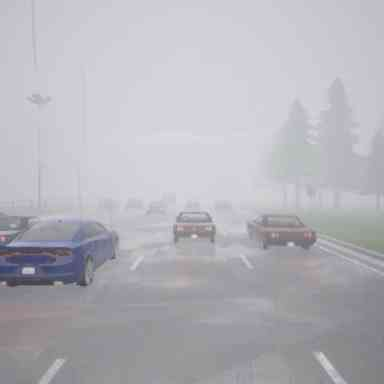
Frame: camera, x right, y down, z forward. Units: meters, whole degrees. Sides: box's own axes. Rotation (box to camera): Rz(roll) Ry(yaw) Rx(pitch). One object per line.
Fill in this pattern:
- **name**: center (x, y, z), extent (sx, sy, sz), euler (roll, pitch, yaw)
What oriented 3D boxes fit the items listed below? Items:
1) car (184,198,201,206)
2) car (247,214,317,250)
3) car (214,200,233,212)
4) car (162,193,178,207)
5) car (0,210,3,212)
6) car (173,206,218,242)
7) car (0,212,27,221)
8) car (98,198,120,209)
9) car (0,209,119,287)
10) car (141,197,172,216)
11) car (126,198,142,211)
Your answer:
- **car**: center (0.106, 1.534, 41.882), extent (1.812, 1.442, 4.674), euler (0, 0, 0)
- **car**: center (3.601, 1.604, 14.322), extent (1.895, 1.301, 4.718), euler (0, 0, 0)
- **car**: center (3.606, 1.609, 39.240), extent (1.895, 1.301, 4.718), euler (0, 0, 0)
- **car**: center (-3.434, 1.229, 50.576), extent (2.150, 2.045, 5.566), euler (0, 0, 0)
- **car**: center (-10.397, 1.481, 16.463), extent (1.882, 1.535, 5.008), euler (0, 0, 0)
- **car**: center (0.103, 1.604, 16.496), extent (1.895, 1.301, 4.718), euler (0, 0, 0)
- **car**: center (-6.898, 1.604, 13.333), extent (1.895, 1.301, 4.718), euler (0, 0, 0)
- **car**: center (-10.393, 1.499, 41.737), extent (2.128, 1.511, 4.902), euler (0, 0, 0)
- **car**: center (-3.400, 1.479, 9.393), extent (1.882, 1.535, 5.008), euler (0, 0, 0)
- **car**: center (-3.395, 1.554, 32.952), extent (2.033, 1.411, 5.357), euler (0, 0, 0)
- **car**: center (-6.895, 1.512, 40.951), extent (1.837, 1.490, 4.892), euler (0, 0, 0)
